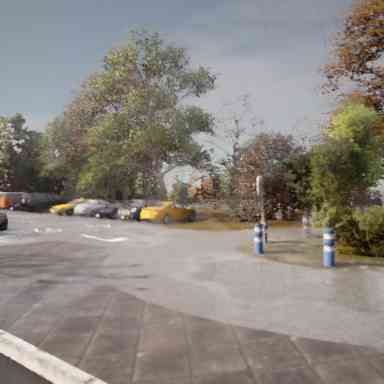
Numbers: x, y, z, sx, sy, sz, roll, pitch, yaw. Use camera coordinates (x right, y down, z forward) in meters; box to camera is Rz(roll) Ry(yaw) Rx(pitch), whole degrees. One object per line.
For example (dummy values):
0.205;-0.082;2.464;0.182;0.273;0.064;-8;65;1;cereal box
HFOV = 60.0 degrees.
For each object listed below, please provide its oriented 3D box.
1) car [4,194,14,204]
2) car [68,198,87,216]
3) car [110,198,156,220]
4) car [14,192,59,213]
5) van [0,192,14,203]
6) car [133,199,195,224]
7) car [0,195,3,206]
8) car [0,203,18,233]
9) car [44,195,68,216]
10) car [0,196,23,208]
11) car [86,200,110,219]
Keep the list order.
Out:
-17.289;1.306;36.467;2.163;1.488;4.792;1;1;36;car
-8.310;1.444;29.977;2.002;1.452;4.674;1;1;36;car
-3.907;1.341;26.821;2.185;1.767;4.553;1;1;36;car
-15.012;1.057;34.883;2.435;2.045;5.566;1;1;36;car
-19.543;1.020;38.283;1.878;1.987;4.442;1;0;36;van
-1.688;1.498;25.164;2.097;1.535;5.008;1;1;36;car
-28.468;1.176;44.628;2.097;1.535;5.008;0;0;36;car
-11.531;1.504;16.117;2.163;1.488;4.792;1;1;36;car
-10.659;1.369;31.457;1.946;1.575;5.366;1;1;36;car
-23.974;1.230;41.393;2.163;1.488;4.792;0;0;36;car
-6.085;1.465;28.328;2.163;1.488;4.792;1;1;36;car
